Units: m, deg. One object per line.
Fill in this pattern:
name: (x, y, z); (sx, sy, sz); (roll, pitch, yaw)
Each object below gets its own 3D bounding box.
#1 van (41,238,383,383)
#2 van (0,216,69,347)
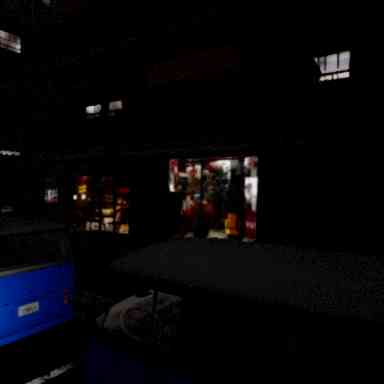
van: (0.945, 1.330, 2.190); (3.998, 1.788, 1.690); (1, 1, 35)
van: (-3.639, 1.267, 5.410); (3.998, 1.788, 1.690); (1, 1, 35)
